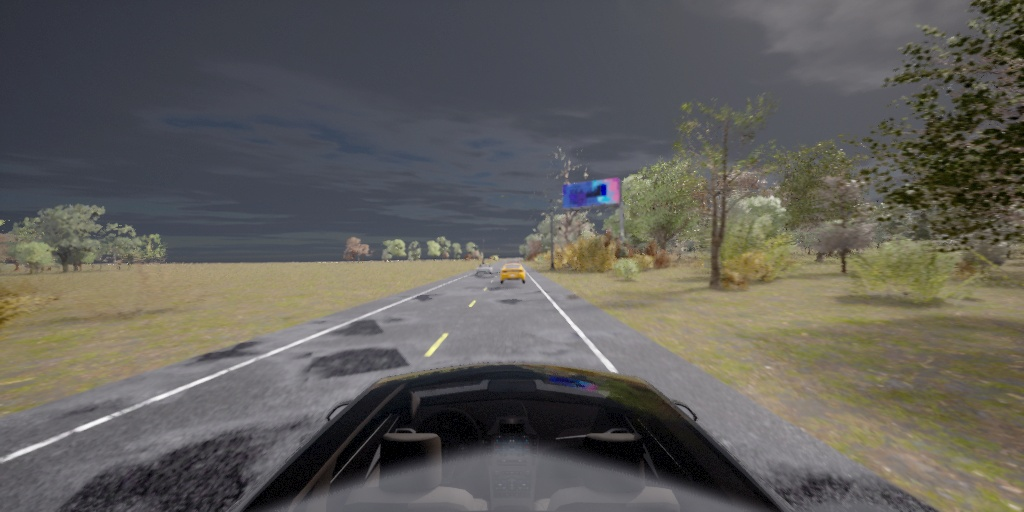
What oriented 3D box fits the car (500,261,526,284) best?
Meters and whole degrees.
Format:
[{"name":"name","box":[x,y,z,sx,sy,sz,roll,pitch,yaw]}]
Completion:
[{"name":"car","box":[0.074,1.330,28.782,1.882,1.535,5.008,-1,-1,0]}]

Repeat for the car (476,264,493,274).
[{"name":"car","box":[-3.398,1.633,44.725,1.895,1.301,4.718,-1,0,0]}]
